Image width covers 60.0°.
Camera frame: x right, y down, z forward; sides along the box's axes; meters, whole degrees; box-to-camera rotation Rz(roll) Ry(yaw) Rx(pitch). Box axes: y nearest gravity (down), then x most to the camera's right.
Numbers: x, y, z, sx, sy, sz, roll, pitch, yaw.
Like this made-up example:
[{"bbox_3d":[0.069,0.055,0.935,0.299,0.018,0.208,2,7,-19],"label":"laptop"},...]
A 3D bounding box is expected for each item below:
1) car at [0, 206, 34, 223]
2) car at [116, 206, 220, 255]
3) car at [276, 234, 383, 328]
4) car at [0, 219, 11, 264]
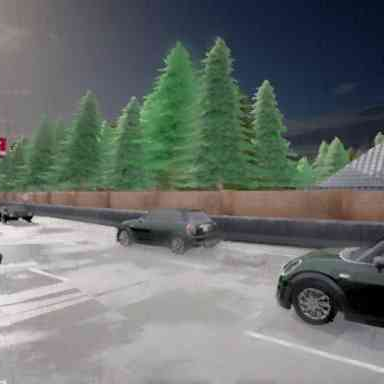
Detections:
[{"bbox_3d":[-14.178,1.727,26.172,1.895,1.301,4.718,0,0,-43],"label":"car"},{"bbox_3d":[-1.122,1.432,13.940,4.553,1.767,2.097,0,0,39],"label":"car"},{"bbox_3d":[3.812,1.393,5.663,4.553,1.767,2.097,0,0,36],"label":"car"},{"bbox_3d":[-7.655,1.594,10.233,5.357,1.411,2.033,0,0,41],"label":"car"}]
